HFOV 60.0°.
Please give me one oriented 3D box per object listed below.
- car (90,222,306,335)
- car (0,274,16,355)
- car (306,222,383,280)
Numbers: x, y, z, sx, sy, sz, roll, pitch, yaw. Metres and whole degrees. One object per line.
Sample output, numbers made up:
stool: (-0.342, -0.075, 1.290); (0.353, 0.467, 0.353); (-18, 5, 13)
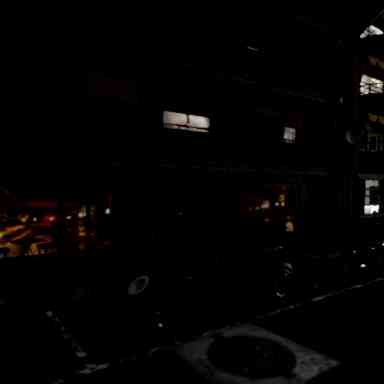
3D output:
car: (0.115, 1.437, 6.649); (4.097, 1.590, 1.967); (0, 0, -36)
car: (-4.384, 1.546, 3.438); (4.507, 1.381, 1.887); (0, 0, -36)
car: (4.614, 1.574, 9.859); (4.206, 1.307, 1.802); (0, 0, -36)
